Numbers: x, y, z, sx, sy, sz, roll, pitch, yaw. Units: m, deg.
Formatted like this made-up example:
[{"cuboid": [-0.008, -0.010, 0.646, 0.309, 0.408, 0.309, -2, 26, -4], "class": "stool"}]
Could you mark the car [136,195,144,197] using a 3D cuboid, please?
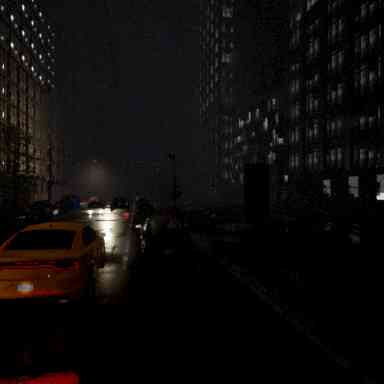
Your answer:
[{"cuboid": [-7.721, 1.530, 51.064, 1.947, 1.339, 4.313, 0, 0, -10], "class": "car"}]

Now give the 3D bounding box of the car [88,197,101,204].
[{"cuboid": [-17.854, 1.515, 60.808, 1.802, 1.307, 4.206, 0, 0, -10], "class": "car"}]

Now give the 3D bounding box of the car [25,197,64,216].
[{"cuboid": [-12.253, 1.405, 27.426, 1.967, 1.590, 4.097, 0, 0, -10], "class": "car"}]

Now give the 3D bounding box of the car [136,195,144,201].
[{"cuboid": [-12.391, 1.501, 78.889, 1.947, 1.339, 4.313, 0, 0, -10], "class": "car"}]

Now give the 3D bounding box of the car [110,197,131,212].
[{"cuboid": [-8.322, 1.321, 38.770, 2.097, 1.767, 4.553, 0, 0, -9], "class": "car"}]

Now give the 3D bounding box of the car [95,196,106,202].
[{"cuboid": [-19.722, 1.488, 71.934, 1.947, 1.339, 4.313, 0, 0, -10], "class": "car"}]

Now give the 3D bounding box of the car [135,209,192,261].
[{"cuboid": [-1.057, 1.547, 12.134, 2.008, 1.369, 4.403, 0, 0, -10], "class": "car"}]

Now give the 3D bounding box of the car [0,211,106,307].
[{"cuboid": [-3.227, 1.470, 8.081, 1.882, 1.535, 5.008, 0, 0, -10], "class": "car"}]

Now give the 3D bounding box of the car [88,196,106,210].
[{"cuboid": [-12.017, 1.522, 42.330, 1.994, 1.385, 4.181, 0, 0, -10], "class": "car"}]

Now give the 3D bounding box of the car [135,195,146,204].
[{"cuboid": [-9.590, 1.393, 62.193, 1.967, 1.590, 4.097, 0, 0, -10], "class": "car"}]

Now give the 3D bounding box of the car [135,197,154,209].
[{"cuboid": [-4.919, 1.545, 34.370, 1.947, 1.339, 4.313, 0, 0, -10], "class": "car"}]

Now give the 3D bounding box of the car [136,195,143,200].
[{"cuboid": [-14.259, 1.468, 90.018, 1.887, 1.381, 4.507, 0, 0, -10], "class": "car"}]

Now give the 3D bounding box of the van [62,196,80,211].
[{"cuboid": [-14.122, 1.296, 38.553, 1.690, 1.788, 3.998, 0, 0, -10], "class": "van"}]

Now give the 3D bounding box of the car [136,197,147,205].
[{"cuboid": [-8.655, 1.540, 56.629, 1.802, 1.307, 4.206, 0, 0, -10], "class": "car"}]

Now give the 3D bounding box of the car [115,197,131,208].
[{"cuboid": [-10.033, 1.507, 48.634, 2.033, 1.411, 5.357, 0, 0, -9], "class": "car"}]
